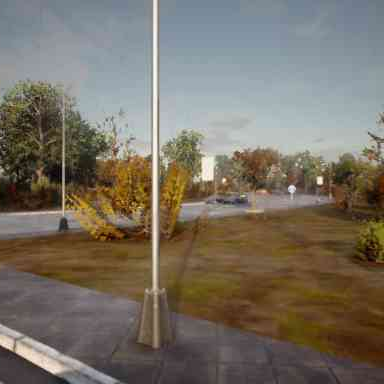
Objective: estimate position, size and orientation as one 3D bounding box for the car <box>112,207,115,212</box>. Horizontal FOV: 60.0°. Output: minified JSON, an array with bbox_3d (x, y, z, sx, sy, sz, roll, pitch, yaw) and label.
[{"bbox_3d":[-8.718,1.489,33.013,1.837,1.490,4.892,0,0,39],"label":"car"}]

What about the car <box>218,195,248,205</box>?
[{"bbox_3d":[6.811,1.278,52.296,2.033,1.411,5.357,0,1,38],"label":"car"}]

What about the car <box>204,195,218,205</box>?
[{"bbox_3d":[3.824,1.243,54.167,1.837,1.490,4.892,0,1,38],"label":"car"}]
